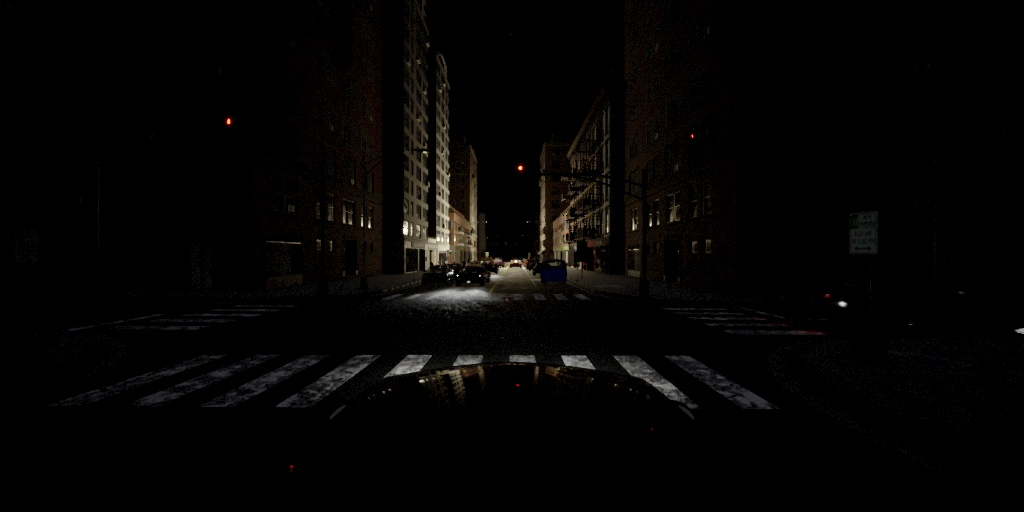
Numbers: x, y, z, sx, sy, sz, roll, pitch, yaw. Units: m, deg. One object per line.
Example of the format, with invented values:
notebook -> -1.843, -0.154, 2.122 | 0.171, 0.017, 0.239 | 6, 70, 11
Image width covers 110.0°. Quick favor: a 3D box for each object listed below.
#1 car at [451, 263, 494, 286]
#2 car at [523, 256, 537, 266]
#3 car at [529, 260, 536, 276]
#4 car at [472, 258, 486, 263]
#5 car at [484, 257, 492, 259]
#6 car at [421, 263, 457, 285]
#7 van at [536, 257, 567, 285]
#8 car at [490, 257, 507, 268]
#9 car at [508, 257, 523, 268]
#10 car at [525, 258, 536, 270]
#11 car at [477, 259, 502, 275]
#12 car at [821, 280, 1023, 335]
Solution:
car -> -2.643, 1.349, 25.169 | 1.895, 1.301, 4.718 | 0, 0, 4
car -> 3.123, 1.054, 53.801 | 2.192, 1.841, 5.009 | 0, 0, 1
car -> 2.962, 1.329, 36.757 | 1.802, 1.307, 4.207 | 0, 0, 1
car -> -4.957, 1.268, 48.019 | 1.751, 1.417, 4.829 | 0, 0, 1
car -> -4.795, 1.296, 65.234 | 1.948, 1.339, 4.313 | 0, 0, 1
car -> -5.170, 1.299, 25.462 | 2.007, 1.370, 4.403 | 0, 0, 1
van -> 2.855, 1.089, 25.395 | 1.690, 1.789, 3.998 | 0, 0, 1
car -> -2.216, 1.301, 59.457 | 1.994, 1.385, 4.181 | 0, 0, 1
car -> 0.639, 1.336, 59.078 | 1.895, 1.301, 4.718 | 0, 0, 1
car -> 3.069, 1.325, 48.120 | 1.802, 1.307, 4.207 | 0, 0, 1
car -> -2.493, 1.347, 39.631 | 1.895, 1.301, 4.718 | 0, 0, 1
car -> 11.702, 1.394, 10.433 | 4.181, 1.385, 1.994 | 0, 0, 3
